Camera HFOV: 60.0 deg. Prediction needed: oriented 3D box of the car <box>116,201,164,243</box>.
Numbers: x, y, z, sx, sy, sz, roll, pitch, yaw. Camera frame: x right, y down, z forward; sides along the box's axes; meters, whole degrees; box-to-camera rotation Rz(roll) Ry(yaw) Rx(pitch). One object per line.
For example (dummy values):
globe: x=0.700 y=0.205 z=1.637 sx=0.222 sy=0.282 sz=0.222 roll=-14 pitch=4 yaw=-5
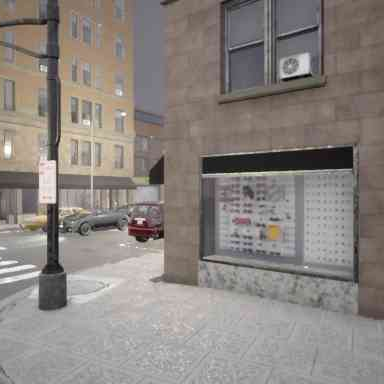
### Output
car: x=-0.732 y=1.306 z=15.346 sx=2.192 sy=1.841 sz=5.009 roll=0 pitch=0 yaw=35

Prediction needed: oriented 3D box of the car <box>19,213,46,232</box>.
car: x=-7.815 y=1.519 z=20.096 sx=1.752 sy=1.417 sz=4.829 roll=0 pitch=0 yaw=35

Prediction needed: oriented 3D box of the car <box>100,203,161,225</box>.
car: x=-4.489 y=1.548 z=24.880 sx=1.947 sy=1.339 sz=4.313 roll=0 pitch=0 yaw=35

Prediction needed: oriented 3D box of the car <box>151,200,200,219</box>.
car: x=-1.359 y=1.496 z=29.383 sx=1.752 sy=1.417 sz=4.829 roll=0 pitch=0 yaw=35

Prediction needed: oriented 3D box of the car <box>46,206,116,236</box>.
car: x=-5.515 y=1.557 z=18.573 sx=1.994 sy=1.385 sz=4.181 roll=0 pitch=0 yaw=35
